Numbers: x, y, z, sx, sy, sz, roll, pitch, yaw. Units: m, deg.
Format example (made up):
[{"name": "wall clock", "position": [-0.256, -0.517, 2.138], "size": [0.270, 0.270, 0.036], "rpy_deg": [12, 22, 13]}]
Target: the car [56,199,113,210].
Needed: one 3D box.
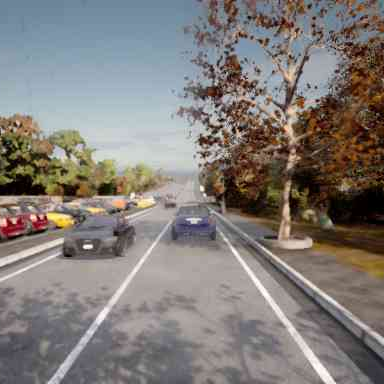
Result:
[{"name": "car", "position": [-10.108, 1.632, 29.156], "size": [5.366, 1.575, 1.946], "rpy_deg": [0, 0, 0]}]

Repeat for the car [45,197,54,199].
[{"name": "car", "position": [-23.388, 1.837, 48.650], "size": [4.792, 1.488, 2.163], "rpy_deg": [0, -1, 0]}]

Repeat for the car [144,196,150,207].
[{"name": "car", "position": [-10.090, 1.880, 54.010], "size": [5.366, 1.575, 1.946], "rpy_deg": [0, -1, 0]}]

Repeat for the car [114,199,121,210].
[{"name": "car", "position": [-10.260, 1.711, 34.709], "size": [4.792, 1.488, 2.163], "rpy_deg": [0, 0, 0]}]

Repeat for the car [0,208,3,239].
[{"name": "car", "position": [-10.300, 1.494, 12.500], "size": [5.008, 1.535, 2.097], "rpy_deg": [0, 0, 0]}]

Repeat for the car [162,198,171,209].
[{"name": "car", "position": [-3.409, 1.980, 53.387], "size": [1.895, 1.301, 4.718], "rpy_deg": [0, -1, 0]}]

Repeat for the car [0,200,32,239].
[{"name": "car", "position": [-10.272, 1.392, 15.277], "size": [4.553, 1.767, 2.185], "rpy_deg": [0, 0, 0]}]

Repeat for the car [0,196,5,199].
[{"name": "car", "position": [-23.341, 1.430, 34.806], "size": [5.566, 2.045, 2.435], "rpy_deg": [0, 0, 0]}]

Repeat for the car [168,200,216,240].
[{"name": "car", "position": [0.088, 1.391, 17.228], "size": [2.097, 1.767, 4.553], "rpy_deg": [0, 0, 0]}]

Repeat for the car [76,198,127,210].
[{"name": "car", "position": [-10.258, 1.735, 37.485], "size": [4.792, 1.488, 2.163], "rpy_deg": [0, 0, 0]}]

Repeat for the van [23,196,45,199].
[{"name": "van", "position": [-23.253, 1.552, 45.901], "size": [4.442, 1.987, 1.878], "rpy_deg": [0, -1, 0]}]

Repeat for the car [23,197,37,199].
[{"name": "car", "position": [-23.368, 1.752, 43.113], "size": [5.008, 1.535, 2.097], "rpy_deg": [0, 0, 0]}]

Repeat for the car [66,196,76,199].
[{"name": "car", "position": [-23.379, 1.726, 59.727], "size": [5.566, 2.045, 2.435], "rpy_deg": [0, -1, 0]}]

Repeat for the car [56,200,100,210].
[{"name": "car", "position": [-10.302, 1.612, 26.381], "size": [4.892, 1.521, 2.231], "rpy_deg": [0, 0, 0]}]

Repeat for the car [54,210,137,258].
[{"name": "car", "position": [-3.357, 1.583, 12.754], "size": [1.994, 1.385, 4.181], "rpy_deg": [0, 0, 0]}]

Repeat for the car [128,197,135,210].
[{"name": "car", "position": [-10.313, 1.782, 43.037], "size": [4.792, 1.488, 2.163], "rpy_deg": [0, 0, 0]}]

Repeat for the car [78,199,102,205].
[{"name": "car", "position": [-23.334, 2.260, 76.217], "size": [5.008, 1.535, 2.097], "rpy_deg": [0, -1, 0]}]

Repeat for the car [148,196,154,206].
[{"name": "car", "position": [-10.086, 1.975, 59.682], "size": [5.366, 1.575, 1.946], "rpy_deg": [0, -1, 0]}]

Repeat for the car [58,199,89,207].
[{"name": "car", "position": [-23.161, 2.070, 65.262], "size": [5.366, 1.575, 1.946], "rpy_deg": [0, -1, 0]}]

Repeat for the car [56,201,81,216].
[{"name": "car", "position": [-10.114, 1.561, 20.828], "size": [5.366, 1.575, 1.946], "rpy_deg": [0, 0, 0]}]

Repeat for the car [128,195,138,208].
[{"name": "car", "position": [-10.313, 1.653, 45.812], "size": [4.553, 1.767, 2.185], "rpy_deg": [0, -1, 0]}]

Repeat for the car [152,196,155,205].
[{"name": "car", "position": [-10.452, 2.070, 65.234], "size": [5.366, 1.575, 1.946], "rpy_deg": [0, -1, 0]}]

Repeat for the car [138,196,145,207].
[{"name": "car", "position": [-10.463, 1.840, 51.357], "size": [5.366, 1.575, 1.946], "rpy_deg": [0, -1, 0]}]

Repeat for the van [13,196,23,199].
[{"name": "van", "position": [-23.482, 1.502, 40.345], "size": [4.442, 1.987, 1.878], "rpy_deg": [0, -1, 0]}]

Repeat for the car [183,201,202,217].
[{"name": "car", "position": [0.067, 1.692, 34.921], "size": [1.837, 1.490, 4.892], "rpy_deg": [0, -1, 0]}]

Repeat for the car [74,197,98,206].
[{"name": "car", "position": [-23.372, 2.088, 73.449], "size": [4.553, 1.767, 2.185], "rpy_deg": [0, -1, 0]}]

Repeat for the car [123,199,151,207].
[{"name": "car", "position": [-10.275, 2.027, 62.457], "size": [4.892, 1.521, 2.231], "rpy_deg": [0, -1, 0]}]

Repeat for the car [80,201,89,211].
[{"name": "car", "position": [-10.291, 1.589, 23.604], "size": [4.892, 1.521, 2.231], "rpy_deg": [0, 0, 0]}]

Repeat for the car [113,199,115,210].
[{"name": "car", "position": [-10.262, 1.688, 31.932], "size": [4.792, 1.488, 2.163], "rpy_deg": [0, 0, 0]}]

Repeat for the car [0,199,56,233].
[{"name": "car", "position": [-10.270, 1.415, 18.053], "size": [4.553, 1.767, 2.185], "rpy_deg": [0, 0, 0]}]

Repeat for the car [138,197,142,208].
[{"name": "car", "position": [-10.273, 1.809, 48.590], "size": [4.892, 1.521, 2.231], "rpy_deg": [0, -1, 0]}]

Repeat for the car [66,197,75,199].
[{"name": "car", "position": [-23.325, 1.960, 56.954], "size": [4.792, 1.488, 2.163], "rpy_deg": [0, -1, 0]}]

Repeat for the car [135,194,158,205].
[{"name": "car", "position": [-10.293, 1.870, 68.014], "size": [5.566, 2.045, 2.435], "rpy_deg": [0, -1, 0]}]

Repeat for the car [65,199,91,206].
[{"name": "car", "position": [-23.342, 2.160, 68.031], "size": [4.674, 1.452, 2.002], "rpy_deg": [0, -1, 0]}]

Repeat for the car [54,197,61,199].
[{"name": "car", "position": [-23.386, 1.871, 51.289], "size": [4.792, 1.488, 2.163], "rpy_deg": [0, -1, 0]}]

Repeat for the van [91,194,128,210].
[{"name": "van", "position": [-10.402, 1.503, 40.263], "size": [4.442, 1.987, 1.878], "rpy_deg": [0, 0, 0]}]

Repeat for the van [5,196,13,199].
[{"name": "van", "position": [-23.250, 1.479, 37.575], "size": [4.442, 1.987, 1.878], "rpy_deg": [0, 0, 0]}]

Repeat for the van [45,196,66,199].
[{"name": "van", "position": [-23.472, 1.657, 54.064], "size": [4.442, 1.987, 1.878], "rpy_deg": [0, -1, 0]}]

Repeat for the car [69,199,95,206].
[{"name": "car", "position": [-23.313, 2.197, 70.801], "size": [4.792, 1.488, 2.163], "rpy_deg": [0, -1, 0]}]
